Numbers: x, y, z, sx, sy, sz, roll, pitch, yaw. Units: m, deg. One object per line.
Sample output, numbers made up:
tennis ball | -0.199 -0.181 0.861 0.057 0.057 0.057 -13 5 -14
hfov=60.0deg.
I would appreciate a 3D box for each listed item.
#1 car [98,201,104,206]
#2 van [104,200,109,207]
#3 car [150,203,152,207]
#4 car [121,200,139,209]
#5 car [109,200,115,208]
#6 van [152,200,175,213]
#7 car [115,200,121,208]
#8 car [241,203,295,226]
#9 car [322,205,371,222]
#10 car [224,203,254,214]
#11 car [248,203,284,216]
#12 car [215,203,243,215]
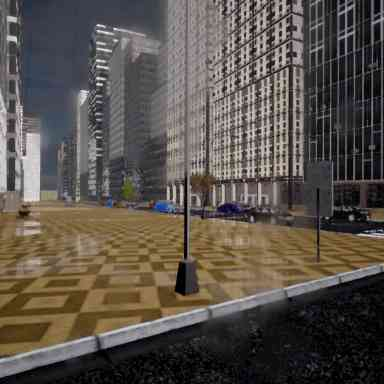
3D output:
car | -23.297 3.053 86.695 1.887 1.381 4.507 -1 -1 -26
van | -18.403 2.634 76.571 1.690 1.788 3.998 -1 -1 -26
car | -5.908 2.510 64.052 1.837 1.490 4.892 0 -1 -26
car | -11.052 2.525 61.380 2.008 1.369 4.403 -1 -1 -26
car | -15.950 2.731 71.507 1.887 1.381 4.507 -1 -1 -26
van | -3.709 2.005 46.194 1.690 1.788 3.998 -1 -1 -26
car | -13.428 2.602 66.291 1.752 1.417 4.829 -1 -1 -26
car | 6.091 1.813 25.938 2.008 1.369 4.403 -1 -1 -26
car | 13.635 1.854 29.587 2.008 1.369 4.403 -1 -1 -26
car | 6.288 2.168 44.777 1.947 1.339 4.313 -1 -1 -26
car | 8.737 2.068 39.714 1.947 1.339 4.313 -1 -1 -26
car | 4.764 2.083 42.006 1.812 1.442 4.674 0 -1 -26
